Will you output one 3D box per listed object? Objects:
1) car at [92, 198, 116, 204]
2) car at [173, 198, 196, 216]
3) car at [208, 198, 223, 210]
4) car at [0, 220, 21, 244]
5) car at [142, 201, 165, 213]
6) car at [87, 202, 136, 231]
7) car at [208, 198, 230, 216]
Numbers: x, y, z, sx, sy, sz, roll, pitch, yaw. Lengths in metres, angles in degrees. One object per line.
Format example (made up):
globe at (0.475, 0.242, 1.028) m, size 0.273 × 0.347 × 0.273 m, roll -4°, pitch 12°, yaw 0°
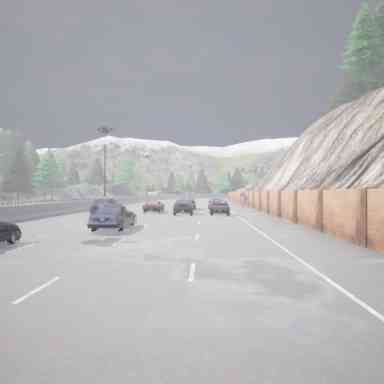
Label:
car at (-7.899, 1.352, 30.925) m, size 2.097 × 1.767 × 4.553 m, roll 0°, pitch 0°, yaw 2°
car at (-0.823, 1.505, 33.027) m, size 1.837 × 1.490 × 4.892 m, roll 0°, pitch 0°, yaw 2°
car at (3.030, 1.525, 43.202) m, size 1.812 × 1.442 × 4.674 m, roll 0°, pitch 0°, yaw 2°
car at (-8.530, 1.525, 12.779) m, size 1.812 × 1.442 × 4.674 m, roll 0°, pitch 0°, yaw 2°
car at (-4.186, 1.601, 37.004) m, size 1.895 × 1.301 × 4.718 m, roll 0°, pitch 0°, yaw 2°
car at (-4.761, 1.547, 20.362) m, size 2.033 × 1.411 × 5.357 m, roll 0°, pitch 0°, yaw 1°
car at (2.670, 1.491, 32.758) m, size 2.128 × 1.511 × 4.902 m, roll 0°, pitch 0°, yaw 2°
